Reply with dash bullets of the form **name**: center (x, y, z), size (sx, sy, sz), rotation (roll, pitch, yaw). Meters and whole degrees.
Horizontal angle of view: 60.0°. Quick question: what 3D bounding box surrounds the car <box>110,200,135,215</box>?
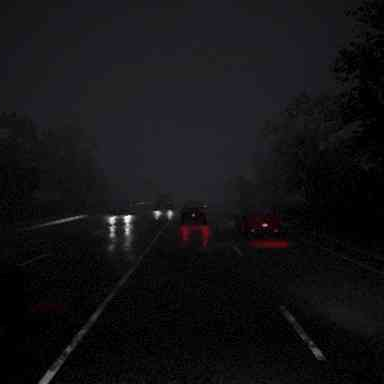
- **car**: center (-7.104, 1.522, 34.259), size (1.812, 1.442, 4.674), rotation (0, 0, 0)

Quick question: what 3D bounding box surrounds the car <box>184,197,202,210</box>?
- **car**: center (0.100, 1.487, 43.026), size (2.128, 1.511, 4.902), rotation (0, 0, 0)

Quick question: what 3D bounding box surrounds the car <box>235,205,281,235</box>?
- **car**: center (3.598, 1.476, 18.881), size (1.882, 1.535, 5.008), rotation (0, 0, 0)

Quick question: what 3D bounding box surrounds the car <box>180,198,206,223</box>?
- **car**: center (0.100, 1.475, 25.811), size (1.882, 1.535, 5.008), rotation (0, 0, 0)

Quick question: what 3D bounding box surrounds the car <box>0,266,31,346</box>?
- **car**: center (-3.600, 1.547, 3.211), size (2.033, 1.411, 5.357), rotation (0, 0, 0)

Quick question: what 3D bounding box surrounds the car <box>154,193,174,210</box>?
- **car**: center (-3.588, 1.215, 43.454), size (2.150, 2.045, 5.566), rotation (0, 0, 0)

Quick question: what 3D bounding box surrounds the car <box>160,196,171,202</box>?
- **car**: center (-6.022, 1.573, 75.812), size (1.895, 1.301, 4.718), rotation (0, 0, 5)
